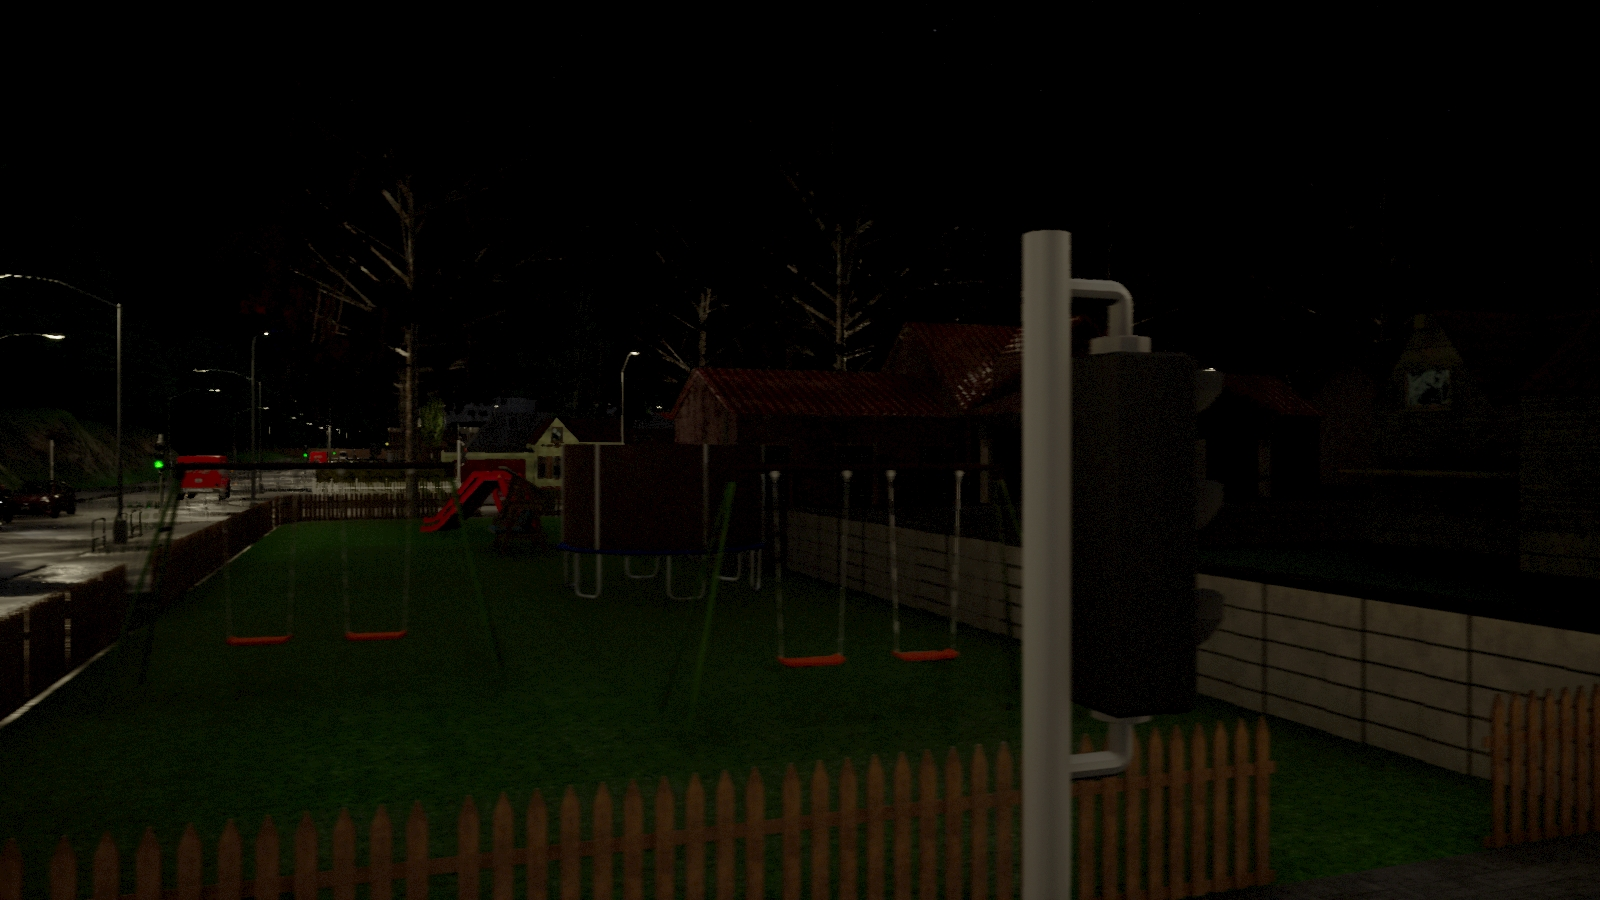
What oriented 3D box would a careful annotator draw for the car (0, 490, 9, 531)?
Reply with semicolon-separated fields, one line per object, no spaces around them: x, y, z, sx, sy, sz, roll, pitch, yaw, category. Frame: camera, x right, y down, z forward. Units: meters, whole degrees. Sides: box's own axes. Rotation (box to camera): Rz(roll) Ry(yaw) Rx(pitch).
-28.468;2.117;38.498;1.994;1.385;4.181;0;0;-20;car
